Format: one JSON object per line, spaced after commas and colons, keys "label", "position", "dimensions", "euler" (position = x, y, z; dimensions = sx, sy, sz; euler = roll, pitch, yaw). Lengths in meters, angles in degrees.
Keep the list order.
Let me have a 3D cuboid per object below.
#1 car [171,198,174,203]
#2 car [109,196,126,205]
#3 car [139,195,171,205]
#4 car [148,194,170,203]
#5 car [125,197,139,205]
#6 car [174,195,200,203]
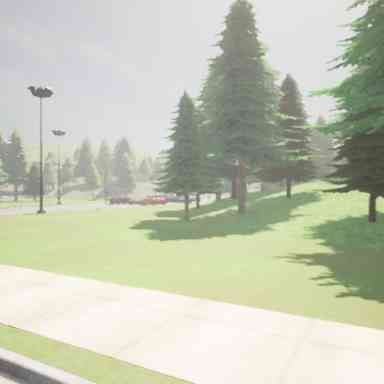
{"label": "car", "position": [-3.576, 1.420, 65.592], "dimensions": [2.033, 1.411, 5.357], "euler": [0, 0, 30]}
{"label": "car", "position": [-12.138, 1.382, 57.505], "dimensions": [2.128, 1.511, 4.902], "euler": [0, 0, 30]}
{"label": "car", "position": [-5.962, 1.247, 54.197], "dimensions": [2.097, 1.767, 4.553], "euler": [0, 0, 30]}
{"label": "car", "position": [-6.635, 1.222, 67.292], "dimensions": [2.097, 1.767, 4.553], "euler": [0, 0, 30]}
{"label": "car", "position": [-8.649, 1.492, 56.545], "dimensions": [1.895, 1.301, 4.718], "euler": [0, 0, 30]}
{"label": "car", "position": [-0.517, 1.097, 63.890], "dimensions": [2.150, 2.045, 5.566], "euler": [0, 0, 30]}
